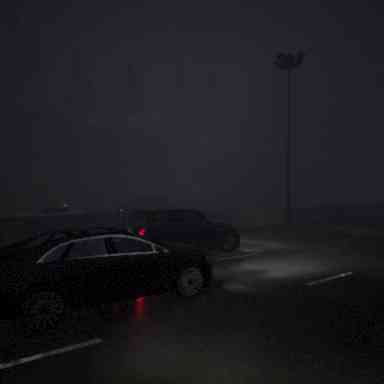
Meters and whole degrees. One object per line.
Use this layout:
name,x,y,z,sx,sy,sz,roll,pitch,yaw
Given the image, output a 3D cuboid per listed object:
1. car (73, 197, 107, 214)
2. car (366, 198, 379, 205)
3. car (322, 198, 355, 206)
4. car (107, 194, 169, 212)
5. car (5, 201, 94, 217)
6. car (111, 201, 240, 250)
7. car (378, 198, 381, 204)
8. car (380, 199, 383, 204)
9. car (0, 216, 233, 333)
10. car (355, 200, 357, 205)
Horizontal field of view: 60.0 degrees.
car,-10.316,1.285,31.142,4.553,1.767,2.097,0,0,-36
car,31.376,1.746,56.624,4.181,1.385,1.994,0,0,-36
car,18.644,1.673,43.088,4.181,1.385,1.994,0,0,-35
car,-4.626,1.191,30.966,5.566,2.045,2.150,1,0,-36
car,-8.486,1.471,19.469,4.674,1.442,1.812,0,0,-36
car,-0.366,1.346,12.165,4.553,1.767,2.097,0,0,-36
car,28.235,1.714,45.624,5.357,1.411,2.033,0,0,-36
car,15.795,1.444,23.730,4.553,1.767,2.097,0,0,-35
car,-1.752,1.479,6.802,4.902,1.511,2.128,0,0,-36
car,26.687,1.718,57.488,4.181,1.385,1.994,0,0,-36
